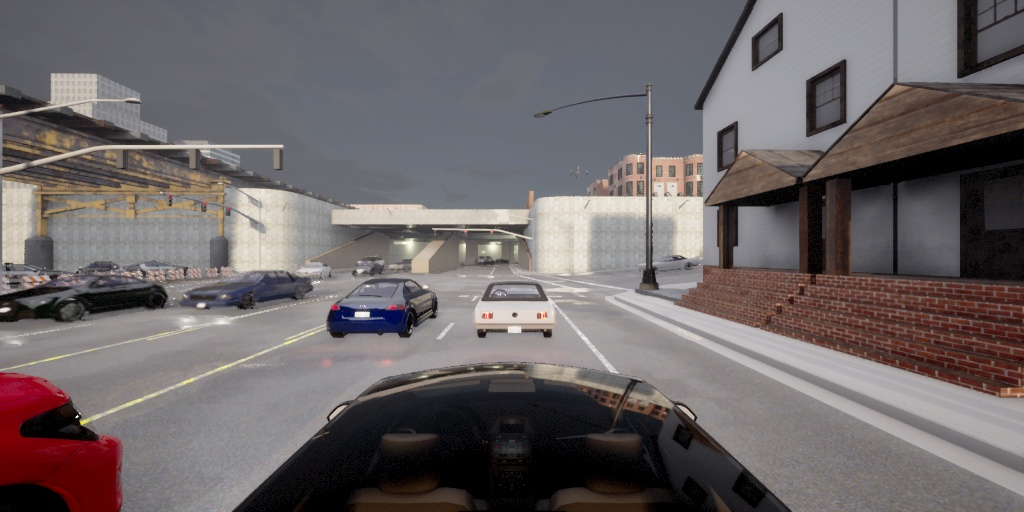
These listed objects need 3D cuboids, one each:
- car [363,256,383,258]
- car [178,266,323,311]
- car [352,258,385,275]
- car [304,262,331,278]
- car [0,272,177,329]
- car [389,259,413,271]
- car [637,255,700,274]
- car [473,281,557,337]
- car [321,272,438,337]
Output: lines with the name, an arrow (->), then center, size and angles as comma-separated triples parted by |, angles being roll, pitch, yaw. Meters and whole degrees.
car -> -18.351, 0.970, 46.856 | 2.150, 2.045, 5.566 | 0, 0, -1
car -> -10.472, 1.299, 14.845 | 2.033, 1.411, 5.357 | 0, 0, 2
car -> -14.249, 1.242, 35.434 | 2.128, 1.511, 4.902 | 0, 0, -6
car -> -16.962, 1.276, 30.860 | 1.812, 1.442, 4.674 | 0, 0, -14
car -> -14.139, 1.314, 11.970 | 1.994, 1.385, 4.181 | 0, 0, 0
car -> -14.879, 1.351, 47.945 | 1.895, 1.301, 4.718 | 0, 0, -1
car -> 13.060, 0.665, 30.175 | 4.718, 1.301, 1.895 | -7, 0, 0
car -> 0.072, 1.351, 10.197 | 1.895, 1.301, 4.718 | 0, 0, 0
car -> -3.429, 1.314, 10.243 | 1.994, 1.385, 4.181 | 0, 0, 0
